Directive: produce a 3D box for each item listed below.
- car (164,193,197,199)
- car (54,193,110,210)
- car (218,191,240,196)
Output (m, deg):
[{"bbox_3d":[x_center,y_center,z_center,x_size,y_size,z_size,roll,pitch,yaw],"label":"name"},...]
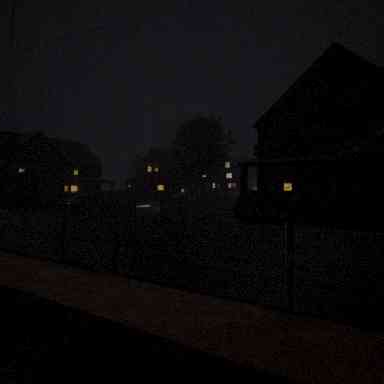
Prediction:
[{"bbox_3d":[-1.143,0.781,36.839,2.033,1.411,5.357,1,2,35],"label":"car"},{"bbox_3d":[-8.619,0.890,26.268,2.097,1.767,4.553,1,2,35],"label":"car"},{"bbox_3d":[5.552,0.512,46.229,2.033,1.411,5.357,1,2,36],"label":"car"}]
